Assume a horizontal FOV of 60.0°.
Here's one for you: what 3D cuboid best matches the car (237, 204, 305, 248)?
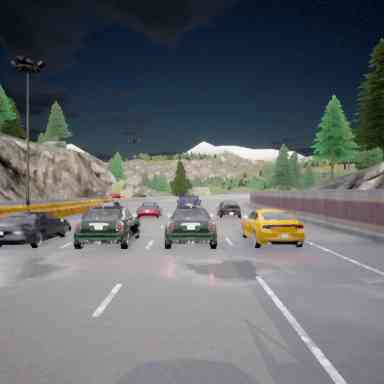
[{"bbox_3d":[3.433,1.485,14.849,1.882,1.535,5.008,0,0,-1],"label":"car"}]

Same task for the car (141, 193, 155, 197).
[{"bbox_3d":[-10.293,1.542,82.460,1.994,1.385,4.181,0,0,18],"label":"car"}]

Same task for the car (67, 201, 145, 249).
[{"bbox_3d":[-3.566,1.366,14.730,2.097,1.767,4.553,0,0,-1],"label":"car"}]

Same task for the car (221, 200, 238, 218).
[{"bbox_3d":[3.243,1.516,29.848,1.837,1.490,4.892,0,0,-1],"label":"car"}]

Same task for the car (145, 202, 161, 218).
[{"bbox_3d":[-3.756,1.572,29.759,1.994,1.385,4.181,0,0,-1],"label":"car"}]

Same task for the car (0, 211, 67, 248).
[{"bbox_3d":[-7.066,1.563,14.716,2.033,1.411,5.357,0,0,-1],"label":"car"}]

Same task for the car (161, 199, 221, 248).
[{"bbox_3d":[-0.066,1.366,14.775,2.097,1.767,4.553,0,0,-1],"label":"car"}]

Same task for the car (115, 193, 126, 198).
[{"bbox_3d":[-16.905,1.455,84.757,1.882,1.535,5.008,0,0,18],"label":"car"}]

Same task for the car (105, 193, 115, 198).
[{"bbox_3d":[-20.221,1.197,85.878,2.150,2.045,5.566,0,0,18],"label":"car"}]

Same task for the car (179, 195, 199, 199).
[{"bbox_3d":[-0.257,1.258,29.833,2.150,2.045,5.566,0,0,-1],"label":"car"}]

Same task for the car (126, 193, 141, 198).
[{"bbox_3d":[-13.609,1.208,83.580,2.150,2.045,5.566,0,0,18],"label":"car"}]
